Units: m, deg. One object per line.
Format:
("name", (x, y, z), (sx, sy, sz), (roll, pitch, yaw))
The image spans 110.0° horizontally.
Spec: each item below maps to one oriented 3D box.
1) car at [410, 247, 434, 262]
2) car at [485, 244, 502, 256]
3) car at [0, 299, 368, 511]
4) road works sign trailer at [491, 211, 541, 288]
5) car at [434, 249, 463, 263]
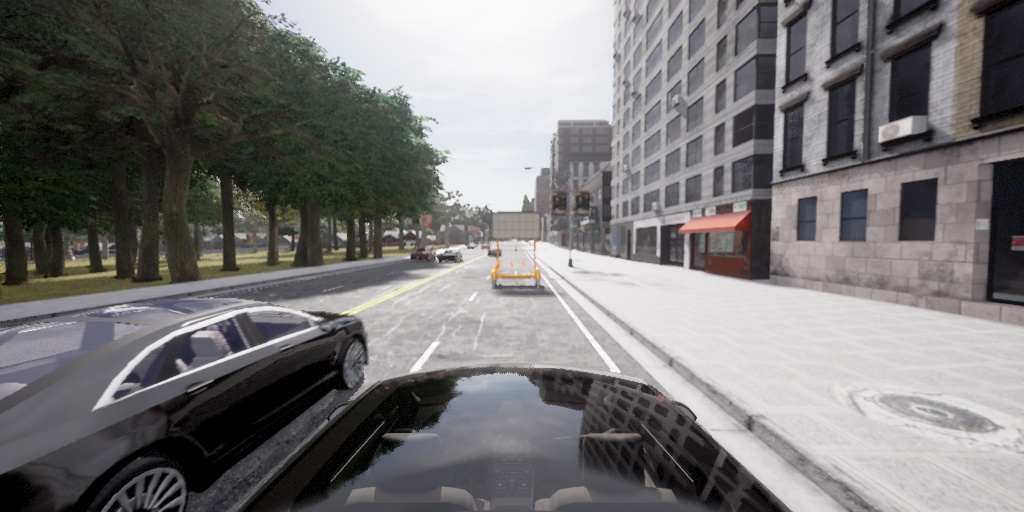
("car", (-9.383, -0.225, 38.295), (1.882, 1.535, 5.008), (0, 2, 1))
("car", (-2.505, -0.747, 53.080), (1.994, 1.385, 4.181), (0, 3, 1))
("car", (-3.129, 1.173, 3.557), (2.128, 1.511, 4.902), (0, 2, 1))
("road works sign trailer", (0.196, -0.395, 17.528), (2.380, 3.560, 2.880), (0, 0, 1))
("car", (-6.163, -0.010, 36.099), (1.895, 1.301, 4.718), (0, 2, 1))
